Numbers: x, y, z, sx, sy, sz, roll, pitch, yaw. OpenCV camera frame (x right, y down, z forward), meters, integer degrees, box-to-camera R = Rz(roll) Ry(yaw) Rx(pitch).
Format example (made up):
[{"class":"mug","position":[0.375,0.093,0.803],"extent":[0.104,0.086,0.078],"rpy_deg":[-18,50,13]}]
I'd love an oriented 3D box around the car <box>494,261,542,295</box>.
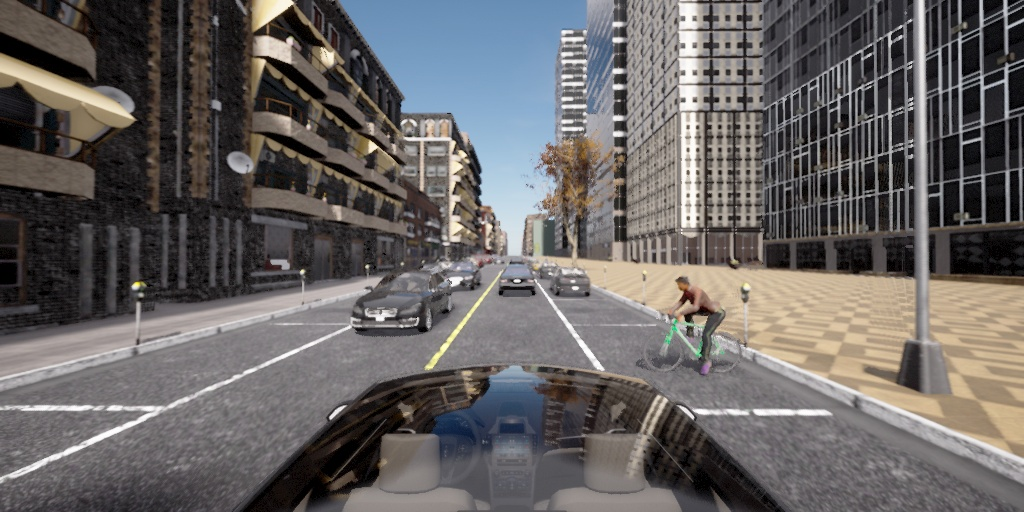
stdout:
[{"class":"car","position":[0.276,1.187,19.041],"extent":[2.033,1.411,5.357],"rpy_deg":[0,0,1]}]

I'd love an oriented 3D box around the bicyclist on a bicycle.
[{"class":"bicyclist on a bicycle","position":[3.005,1.150,5.982],"extent":[1.656,1.620,0.582],"rpy_deg":[0,0,1]}]

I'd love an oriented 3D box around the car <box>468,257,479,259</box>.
[{"class":"car","position":[-5.266,1.067,40.631],"extent":[1.948,1.339,4.313],"rpy_deg":[0,0,1]}]

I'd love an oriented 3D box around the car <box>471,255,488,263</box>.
[{"class":"car","position":[-5.139,0.748,51.769],"extent":[2.192,1.841,5.009],"rpy_deg":[0,0,1]}]

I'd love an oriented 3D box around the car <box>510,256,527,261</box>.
[{"class":"car","position":[0.552,0.969,42.977],"extent":[1.882,1.535,5.008],"rpy_deg":[0,0,1]}]

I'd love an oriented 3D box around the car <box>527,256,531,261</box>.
[{"class":"car","position":[3.304,0.958,57.243],"extent":[2.007,1.370,4.403],"rpy_deg":[0,0,1]}]

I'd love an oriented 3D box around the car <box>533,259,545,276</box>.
[{"class":"car","position":[2.989,1.127,29.396],"extent":[2.007,1.370,4.403],"rpy_deg":[0,0,1]}]

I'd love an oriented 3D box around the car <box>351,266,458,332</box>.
[{"class":"car","position":[-3.012,1.196,10.692],"extent":[1.837,1.490,4.892],"rpy_deg":[0,0,1]}]

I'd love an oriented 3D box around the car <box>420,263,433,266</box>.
[{"class":"car","position":[-5.454,1.170,23.923],"extent":[1.948,1.339,4.313],"rpy_deg":[0,0,1]}]

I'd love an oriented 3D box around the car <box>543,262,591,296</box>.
[{"class":"car","position":[2.863,1.197,18.257],"extent":[2.007,1.370,4.403],"rpy_deg":[0,0,1]}]

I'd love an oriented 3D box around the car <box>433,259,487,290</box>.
[{"class":"car","position":[-2.882,1.115,21.167],"extent":[2.128,1.511,4.902],"rpy_deg":[0,0,1]}]

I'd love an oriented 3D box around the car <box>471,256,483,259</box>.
[{"class":"car","position":[-5.205,0.993,46.029],"extent":[1.751,1.417,4.829],"rpy_deg":[0,0,1]}]

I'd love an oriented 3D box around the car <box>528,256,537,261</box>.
[{"class":"car","position":[3.117,1.034,40.705],"extent":[1.751,1.417,4.829],"rpy_deg":[0,0,1]}]
